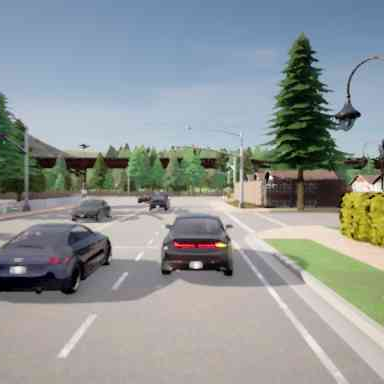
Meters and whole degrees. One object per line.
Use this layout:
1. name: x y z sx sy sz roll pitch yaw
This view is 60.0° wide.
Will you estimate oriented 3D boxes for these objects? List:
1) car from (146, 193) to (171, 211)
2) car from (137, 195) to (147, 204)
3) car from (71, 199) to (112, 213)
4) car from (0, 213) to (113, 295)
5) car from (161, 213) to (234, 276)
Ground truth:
1. car: -3.395 1.159 35.513 1.837 1.490 4.892 0 0 0
2. car: -7.010 1.116 49.994 1.895 1.301 4.718 0 1 0
3. car: -7.095 1.273 23.809 1.837 1.490 4.892 0 1 0
4. car: -3.416 1.480 8.555 1.994 1.385 4.181 0 1 0
5. car: 0.197 1.406 10.040 1.837 1.490 4.892 0 0 2
